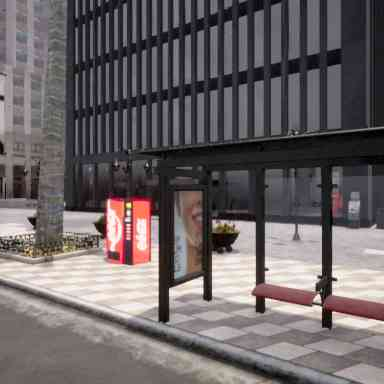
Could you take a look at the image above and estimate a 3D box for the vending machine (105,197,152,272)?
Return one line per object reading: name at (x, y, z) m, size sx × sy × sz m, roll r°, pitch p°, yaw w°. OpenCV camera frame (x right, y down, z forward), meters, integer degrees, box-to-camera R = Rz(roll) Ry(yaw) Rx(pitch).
vending machine at (-1.909, 1.195, 10.028) m, size 0.880 × 2.100 × 1.100 m, roll 0°, pitch 0°, yaw 36°
